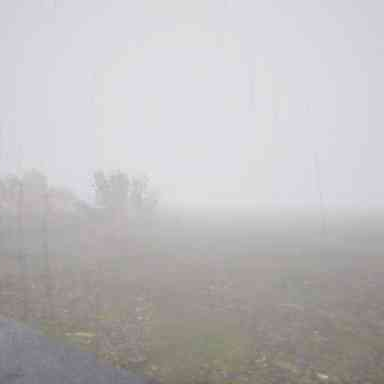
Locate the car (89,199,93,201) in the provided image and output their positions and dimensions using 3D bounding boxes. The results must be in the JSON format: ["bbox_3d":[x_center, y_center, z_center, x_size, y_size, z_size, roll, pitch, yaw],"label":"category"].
[{"bbox_3d":[-20.459,1.753,73.108,2.033,1.411,5.357,-1,-1,36],"label":"car"}]
